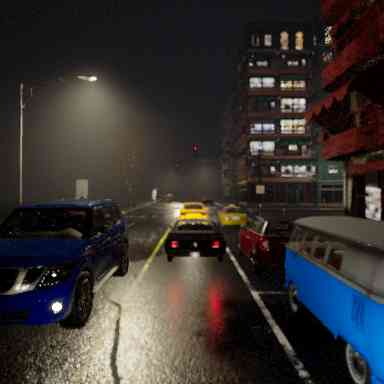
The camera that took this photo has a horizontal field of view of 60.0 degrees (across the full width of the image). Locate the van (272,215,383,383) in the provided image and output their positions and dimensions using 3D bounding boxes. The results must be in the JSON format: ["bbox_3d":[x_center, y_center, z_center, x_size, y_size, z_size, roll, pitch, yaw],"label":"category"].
[{"bbox_3d":[2.577,1.336,4.936,1.690,1.788,3.998,1,0,0],"label":"van"}]

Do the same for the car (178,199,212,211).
[{"bbox_3d":[0.106,1.454,22.241,1.882,1.535,5.008,0,0,0],"label":"car"}]

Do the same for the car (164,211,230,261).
[{"bbox_3d":[0.103,1.588,12.124,1.895,1.301,4.718,0,0,0],"label":"car"}]

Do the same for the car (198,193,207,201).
[{"bbox_3d":[2.589,1.233,82.390,2.192,1.841,5.009,1,0,0],"label":"car"}]

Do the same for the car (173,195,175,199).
[{"bbox_3d":[-5.293,1.244,70.586,2.192,1.841,5.009,1,0,0],"label":"car"}]

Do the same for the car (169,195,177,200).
[{"bbox_3d":[-5.293,1.490,93.202,1.802,1.307,4.206,1,0,0],"label":"car"}]

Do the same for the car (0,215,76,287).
[{"bbox_3d":[-5.305,1.540,10.073,2.008,1.369,4.403,1,0,0],"label":"car"}]

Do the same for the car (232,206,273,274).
[{"bbox_3d":[2.577,1.429,10.481,1.967,1.590,4.097,1,0,0],"label":"car"}]

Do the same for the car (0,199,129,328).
[{"bbox_3d":[-2.841,1.214,7.305,2.150,2.045,5.566,0,0,0],"label":"car"}]

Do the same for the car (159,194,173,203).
[{"bbox_3d":[-5.295,1.374,64.932,1.967,1.590,4.097,1,0,0],"label":"car"}]

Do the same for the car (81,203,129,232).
[{"bbox_3d":[-5.303,1.503,20.975,1.752,1.417,4.829,1,0,0],"label":"car"}]

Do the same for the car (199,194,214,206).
[{"bbox_3d":[2.582,1.496,54.085,2.008,1.369,4.403,1,0,0],"label":"car"}]

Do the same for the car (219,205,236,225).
[{"bbox_3d":[2.578,1.502,21.741,1.752,1.417,4.829,1,0,0],"label":"car"}]

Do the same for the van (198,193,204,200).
[{"bbox_3d":[2.590,1.248,93.712,1.690,1.788,3.998,1,0,0],"label":"van"}]

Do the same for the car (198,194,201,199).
[{"bbox_3d":[2.583,1.516,65.407,1.802,1.307,4.206,1,0,0],"label":"car"}]

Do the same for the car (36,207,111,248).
[{"bbox_3d":[-5.304,1.528,15.609,1.887,1.381,4.507,1,0,0],"label":"car"}]
